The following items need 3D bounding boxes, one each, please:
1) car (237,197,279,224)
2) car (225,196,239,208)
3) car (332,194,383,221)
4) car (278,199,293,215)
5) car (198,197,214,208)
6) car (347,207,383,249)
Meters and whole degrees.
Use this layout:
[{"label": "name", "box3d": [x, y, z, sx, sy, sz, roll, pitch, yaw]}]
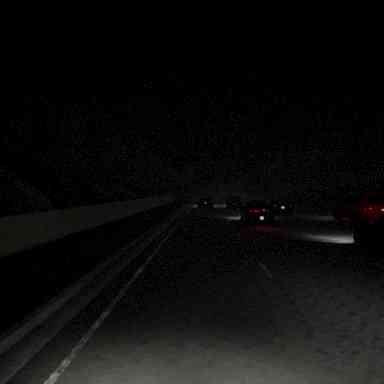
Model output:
[{"label": "car", "box3d": [4.487, 1.369, 23.330, 1.837, 1.490, 4.892, 0, 1, 2]}, {"label": "car", "box3d": [5.205, 1.236, 41.488, 2.128, 1.511, 4.902, 0, 0, 2]}, {"label": "car", "box3d": [11.440, 1.125, 22.368, 2.150, 2.045, 5.566, 0, 0, 2]}, {"label": "car", "box3d": [8.338, 1.386, 32.210, 1.994, 1.385, 4.181, 0, 0, 2]}, {"label": "car", "box3d": [1.724, 1.288, 42.064, 1.994, 1.385, 4.181, 0, 0, 2]}, {"label": "car", "box3d": [7.551, 1.481, 11.837, 1.812, 1.442, 4.674, 0, 0, 2]}]
